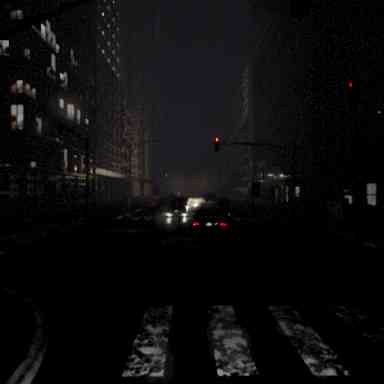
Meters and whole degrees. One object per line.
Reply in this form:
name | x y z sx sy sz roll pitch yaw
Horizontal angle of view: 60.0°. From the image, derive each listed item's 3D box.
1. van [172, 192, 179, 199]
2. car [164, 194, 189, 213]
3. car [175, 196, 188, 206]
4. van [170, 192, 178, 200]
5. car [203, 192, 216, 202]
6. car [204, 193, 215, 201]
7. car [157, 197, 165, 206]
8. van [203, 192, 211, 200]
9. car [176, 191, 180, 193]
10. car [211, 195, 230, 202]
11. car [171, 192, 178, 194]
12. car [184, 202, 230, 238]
van | -4.325 0.866 86.672 1.690 1.788 3.998 0 0 0
car | -1.559 1.310 35.324 1.882 1.535 5.008 0 0 0
car | -1.623 1.342 51.514 1.895 1.301 4.718 0 0 -1
van | -4.293 0.901 81.145 1.690 1.788 3.998 0 0 0
car | 3.683 0.978 64.607 2.192 1.841 5.009 0 0 0
car | 3.651 1.068 70.136 1.967 1.590 4.097 0 0 0
car | -4.101 1.344 47.981 1.802 1.307 4.206 0 0 0
van | 3.587 0.900 81.190 1.690 1.788 3.998 0 0 0
car | -4.261 1.034 75.618 1.967 1.590 4.097 0 0 0
car | 3.860 1.358 42.501 1.947 1.339 4.313 0 0 0
car | -4.197 1.229 64.564 1.947 1.339 4.313 0 0 0
car | 0.985 1.481 17.359 2.033 1.411 5.357 0 0 5
